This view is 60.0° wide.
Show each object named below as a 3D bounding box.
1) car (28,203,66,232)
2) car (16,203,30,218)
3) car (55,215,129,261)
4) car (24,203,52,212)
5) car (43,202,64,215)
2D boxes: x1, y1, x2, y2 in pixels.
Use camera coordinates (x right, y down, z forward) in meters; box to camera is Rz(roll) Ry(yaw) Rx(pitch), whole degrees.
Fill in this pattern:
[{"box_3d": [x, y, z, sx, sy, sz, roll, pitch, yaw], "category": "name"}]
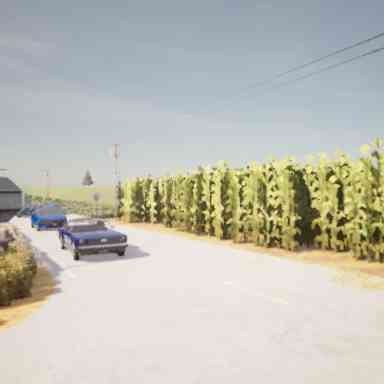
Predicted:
[{"box_3d": [-9.982, 1.790, 23.180, 1.882, 1.535, 5.008, 0, 0, -31], "category": "car"}, {"box_3d": [-18.725, 2.001, 37.618, 1.882, 1.535, 5.008, 0, -1, -31], "category": "car"}, {"box_3d": [-4.087, 1.770, 13.362, 1.895, 1.301, 4.718, 0, -1, -29], "category": "car"}, {"box_3d": [-23.469, 2.291, 50.648, 4.718, 1.301, 1.895, -1, -1, 37], "category": "car"}, {"box_3d": [-17.767, 2.090, 42.422, 1.812, 1.442, 4.674, 0, -1, -31], "category": "car"}]
